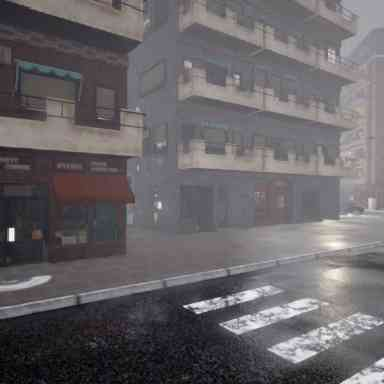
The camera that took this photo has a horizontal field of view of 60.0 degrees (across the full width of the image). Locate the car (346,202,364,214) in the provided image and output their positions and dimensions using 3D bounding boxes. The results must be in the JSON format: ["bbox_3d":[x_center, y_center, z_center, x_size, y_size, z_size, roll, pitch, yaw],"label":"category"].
[{"bbox_3d":[18.050,1.789,38.328,1.895,1.301,4.718,0,0,5],"label":"car"}]
